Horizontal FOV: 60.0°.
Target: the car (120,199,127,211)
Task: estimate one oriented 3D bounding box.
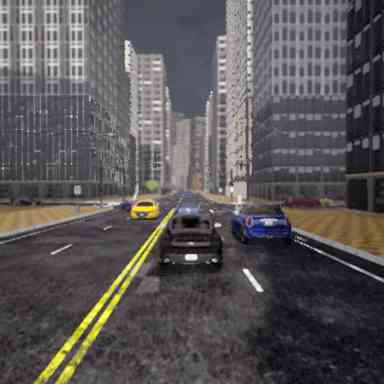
[{"bbox_3d":[-7.054,1.481,38.522,1.895,1.301,4.718,0,0,-1],"label":"car"}]

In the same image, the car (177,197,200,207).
[{"bbox_3d":[-0.296,1.451,28.120,2.033,1.411,5.357,0,0,-1],"label":"car"}]

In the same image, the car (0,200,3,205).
[{"bbox_3d":[-29.095,1.291,47.064,4.206,1.307,1.802,0,1,0],"label":"car"}]

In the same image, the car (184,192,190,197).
[{"bbox_3d":[-1.381,0.961,93.445,1.882,1.535,5.008,0,0,-1],"label":"car"}]

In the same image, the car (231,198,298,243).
[{"bbox_3d":[3.131,1.294,15.779,2.097,1.767,4.553,0,0,-1],"label":"car"}]

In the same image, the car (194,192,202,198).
[{"bbox_3d":[1.863,0.970,93.909,1.882,1.535,5.008,0,0,-1],"label":"car"}]

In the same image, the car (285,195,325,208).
[{"bbox_3d":[15.521,1.336,47.073,5.009,1.841,2.192,0,1,0],"label":"car"}]

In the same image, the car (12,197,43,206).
[{"bbox_3d":[-23.410,1.316,47.016,4.313,1.339,1.947,0,1,0],"label":"car"}]

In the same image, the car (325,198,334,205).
[{"bbox_3d":[21.004,1.422,55.443,4.829,1.417,1.752,0,1,0],"label":"car"}]

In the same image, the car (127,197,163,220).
[{"bbox_3d":[-3.716,1.392,26.961,1.882,1.535,5.008,0,0,-1],"label":"car"}]

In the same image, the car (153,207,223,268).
[{"bbox_3d":[-0.051,1.468,11.120,1.837,1.490,4.892,0,0,-1],"label":"car"}]
